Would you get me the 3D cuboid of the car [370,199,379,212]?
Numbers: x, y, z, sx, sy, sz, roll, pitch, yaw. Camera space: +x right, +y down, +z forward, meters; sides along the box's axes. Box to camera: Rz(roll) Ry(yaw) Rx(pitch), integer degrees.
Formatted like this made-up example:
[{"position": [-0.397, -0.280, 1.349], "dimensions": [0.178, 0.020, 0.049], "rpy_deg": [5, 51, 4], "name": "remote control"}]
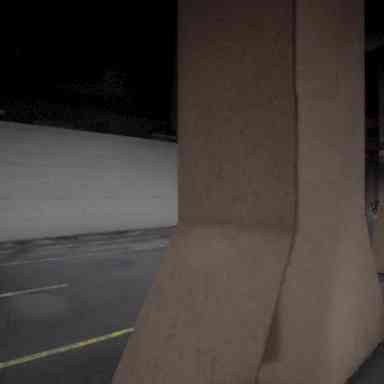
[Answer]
[{"position": [20.319, 1.476, 35.131], "dimensions": [1.882, 1.535, 5.008], "rpy_deg": [0, 0, 15], "name": "car"}]
